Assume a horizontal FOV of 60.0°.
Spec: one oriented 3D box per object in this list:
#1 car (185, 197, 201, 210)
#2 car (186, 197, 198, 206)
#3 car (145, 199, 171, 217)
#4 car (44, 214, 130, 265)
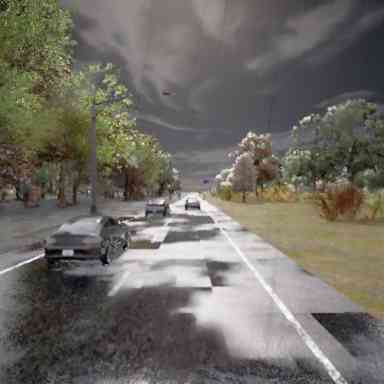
[{"bbox_3d":[0.101,1.452,42.076,1.994,1.385,4.181,0,0,1],"label":"car"},{"bbox_3d":[0.009,1.464,52.107,1.895,1.301,4.718,0,0,0],"label":"car"},{"bbox_3d":[-3.054,1.410,30.352,2.128,1.511,4.902,0,0,2],"label":"car"},{"bbox_3d":[-3.394,1.494,11.417,1.812,1.442,4.674,0,0,0],"label":"car"}]
